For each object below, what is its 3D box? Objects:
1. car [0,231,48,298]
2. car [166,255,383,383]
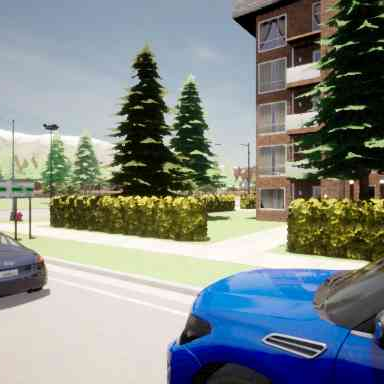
[{"bbox_3d":[-5.207,1.564,7.672,4.181,1.385,1.994,0,0,36],"label":"car"},{"bbox_3d":[2.411,1.221,2.270,5.566,2.045,2.150,0,0,36],"label":"car"}]
